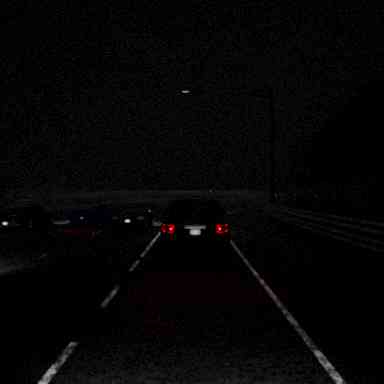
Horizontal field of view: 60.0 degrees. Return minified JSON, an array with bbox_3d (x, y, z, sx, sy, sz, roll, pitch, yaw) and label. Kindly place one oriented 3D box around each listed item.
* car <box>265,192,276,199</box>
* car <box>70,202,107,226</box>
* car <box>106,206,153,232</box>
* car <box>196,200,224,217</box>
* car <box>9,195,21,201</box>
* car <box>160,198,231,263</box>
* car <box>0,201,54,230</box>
[{"bbox_3d":[20.544,1.454,88.350,1.812,1.442,4.674,-1,1,17],"label":"car"},{"bbox_3d":[-6.903,1.472,23.273,1.882,1.535,5.008,0,0,0],"label":"car"},{"bbox_3d":[-3.502,1.559,20.050,1.994,1.385,4.181,0,0,0],"label":"car"},{"bbox_3d":[1.836,1.536,32.139,2.033,1.411,5.357,0,0,11],"label":"car"},{"bbox_3d":[-41.985,1.543,79.061,2.128,1.511,4.902,1,0,-16],"label":"car"},{"bbox_3d":[0.109,1.218,12.067,2.150,2.045,5.566,0,0,0],"label":"car"},{"bbox_3d":[-10.403,1.500,21.031,1.837,1.490,4.892,0,0,0],"label":"car"}]
